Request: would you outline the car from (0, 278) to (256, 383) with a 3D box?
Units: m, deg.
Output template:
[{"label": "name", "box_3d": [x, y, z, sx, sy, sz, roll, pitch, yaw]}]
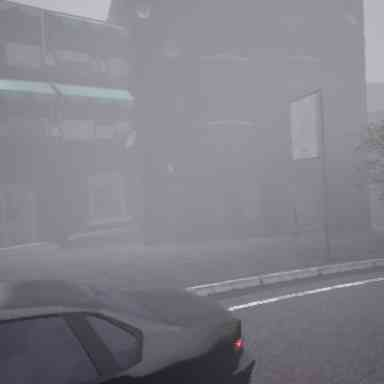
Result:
[{"label": "car", "box_3d": [-1.938, 1.531, 2.549, 5.357, 1.411, 2.033, 0, 0, -34]}]
